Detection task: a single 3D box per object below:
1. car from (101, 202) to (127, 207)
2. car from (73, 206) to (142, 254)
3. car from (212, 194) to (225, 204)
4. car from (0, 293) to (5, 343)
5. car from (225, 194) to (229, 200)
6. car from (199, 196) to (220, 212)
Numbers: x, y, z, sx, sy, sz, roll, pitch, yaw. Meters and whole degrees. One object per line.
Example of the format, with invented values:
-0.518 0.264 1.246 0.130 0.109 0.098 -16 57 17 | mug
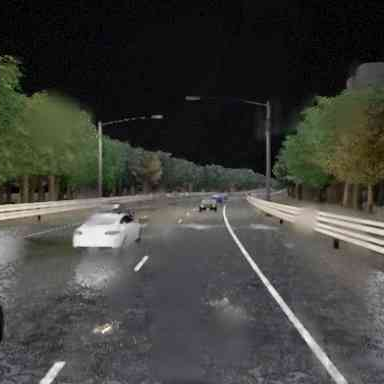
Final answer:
-5.997 1.519 25.939 2.033 1.411 5.357 0 0 4 | car
-3.251 1.527 13.471 1.812 1.442 4.674 0 0 2 | car
4.054 1.111 55.043 1.882 1.535 5.008 0 1 8 | car
-3.492 1.489 2.615 2.128 1.511 4.902 0 0 1 | car
6.916 1.019 73.270 1.994 1.385 4.181 0 0 11 | car
1.904 1.470 37.074 1.895 1.301 4.718 0 1 5 | car
